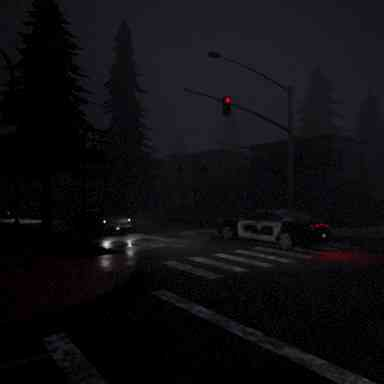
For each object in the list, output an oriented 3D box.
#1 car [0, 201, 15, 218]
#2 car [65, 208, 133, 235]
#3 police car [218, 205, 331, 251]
[{"bbox_3d":[-17.031,1.472,28.578,4.902,1.511,2.128,0,0,32],"label":"car"},{"bbox_3d":[-5.342,1.582,18.826,1.895,1.301,4.718,0,0,-43],"label":"car"},{"bbox_3d":[3.266,1.405,14.348,1.930,1.638,5.238,0,0,-40],"label":"police car"}]
